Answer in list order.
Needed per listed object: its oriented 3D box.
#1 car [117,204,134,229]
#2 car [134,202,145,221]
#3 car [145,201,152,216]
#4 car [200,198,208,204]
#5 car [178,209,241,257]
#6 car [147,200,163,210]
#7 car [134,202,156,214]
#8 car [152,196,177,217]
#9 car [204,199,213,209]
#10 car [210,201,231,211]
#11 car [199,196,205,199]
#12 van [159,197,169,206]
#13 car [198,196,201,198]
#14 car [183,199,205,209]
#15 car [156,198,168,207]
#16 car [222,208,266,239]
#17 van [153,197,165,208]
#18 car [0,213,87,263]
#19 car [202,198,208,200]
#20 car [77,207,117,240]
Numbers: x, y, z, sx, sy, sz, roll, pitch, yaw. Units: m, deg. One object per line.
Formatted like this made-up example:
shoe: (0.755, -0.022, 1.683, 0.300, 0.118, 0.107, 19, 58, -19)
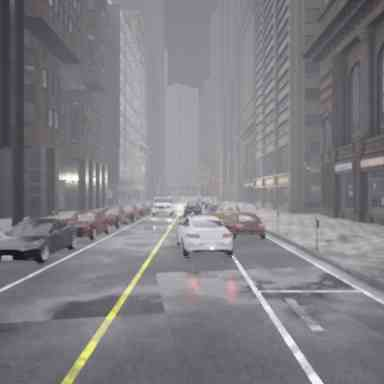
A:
car: (-5.671, 1.760, 23.639, 1.887, 1.381, 4.507, -1, -1, 0)
car: (-5.669, 1.808, 29.264, 1.887, 1.381, 4.507, -1, 0, 0)
car: (-5.668, 1.856, 34.887, 1.887, 1.381, 4.507, -1, 0, 0)
car: (2.871, 2.208, 79.885, 1.887, 1.381, 4.507, -1, 0, 0)
car: (0.441, 1.650, 13.461, 1.812, 1.442, 4.674, 0, 0, -6)
car: (-5.663, 2.000, 51.761, 2.008, 1.369, 4.403, -1, 0, 0)
car: (-5.666, 1.909, 40.512, 2.008, 1.369, 4.403, -1, 0, 0)
car: (-3.086, 1.546, 36.438, 2.150, 2.045, 5.566, 0, -1, 0)
car: (2.859, 1.909, 40.515, 2.008, 1.369, 4.403, -1, 0, 0)
car: (2.856, 1.790, 29.437, 1.752, 1.417, 4.829, -1, 0, 0)
car: (2.867, 2.125, 68.636, 1.887, 1.381, 4.507, -1, 0, 0)
van: (-5.660, 1.922, 68.637, 1.690, 1.788, 3.998, -1, 0, 0)
car: (2.868, 2.062, 74.262, 1.967, 1.590, 4.097, -1, 0, 0)
car: (0.106, 1.817, 34.787, 1.837, 1.490, 4.892, 0, 0, 0)
car: (-5.661, 1.978, 63.011, 1.967, 1.590, 4.097, -1, 0, 0)
car: (2.854, 1.747, 18.017, 1.802, 1.307, 4.206, -1, -1, 0)
van: (-5.664, 1.835, 57.387, 1.690, 1.788, 3.998, -1, 0, 0)
car: (-5.673, 1.681, 12.389, 1.947, 1.339, 4.313, -1, -1, 0)
car: (2.862, 1.994, 51.763, 1.887, 1.381, 4.507, -1, 0, 0)
car: (-5.672, 1.710, 18.014, 1.887, 1.381, 4.507, -1, -1, 0)
